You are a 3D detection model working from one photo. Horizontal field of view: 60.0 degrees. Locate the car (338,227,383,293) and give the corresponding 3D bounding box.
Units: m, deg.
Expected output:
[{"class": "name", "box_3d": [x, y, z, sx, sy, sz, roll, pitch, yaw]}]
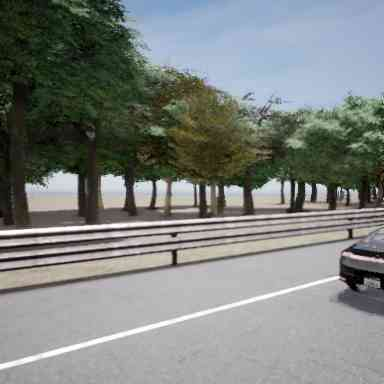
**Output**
[{"class": "car", "box_3d": [5.351, 1.492, 7.632, 4.902, 1.511, 2.128, 0, 0, -35]}]
